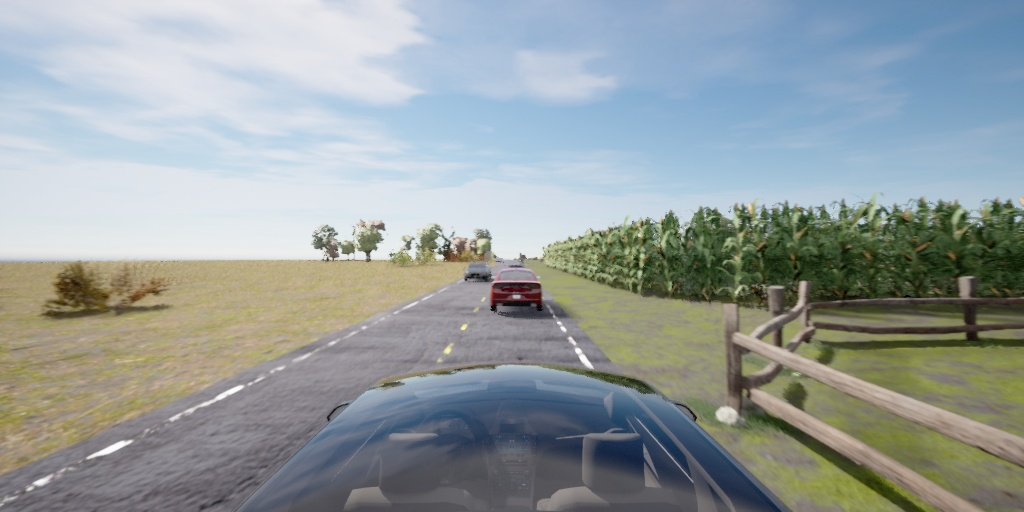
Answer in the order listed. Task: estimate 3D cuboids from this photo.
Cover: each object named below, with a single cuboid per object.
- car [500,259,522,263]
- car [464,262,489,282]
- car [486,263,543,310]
[{"bbox_3d":[0.262,1.236,34.109,2.128,1.511,4.902,0,0,0],"label":"car"},{"bbox_3d":[-2.712,1.245,28.887,1.837,1.490,4.892,0,0,0],"label":"car"},{"bbox_3d":[0.164,1.227,14.616,1.882,1.535,5.008,0,0,0],"label":"car"}]
